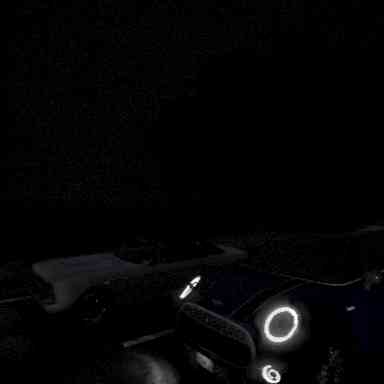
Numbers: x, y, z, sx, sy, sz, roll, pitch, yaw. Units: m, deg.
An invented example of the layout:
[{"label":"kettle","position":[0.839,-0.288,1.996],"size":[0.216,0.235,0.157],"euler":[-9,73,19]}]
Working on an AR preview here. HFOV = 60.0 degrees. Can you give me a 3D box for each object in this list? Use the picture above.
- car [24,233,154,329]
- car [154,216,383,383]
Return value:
[{"label":"car","position":[-0.878,1.579,7.051],"size":[4.718,1.301,1.895],"euler":[0,0,-35]},{"label":"car","position":[1.967,1.322,5.087],"size":[4.553,1.767,2.097],"euler":[0,0,-35]}]
